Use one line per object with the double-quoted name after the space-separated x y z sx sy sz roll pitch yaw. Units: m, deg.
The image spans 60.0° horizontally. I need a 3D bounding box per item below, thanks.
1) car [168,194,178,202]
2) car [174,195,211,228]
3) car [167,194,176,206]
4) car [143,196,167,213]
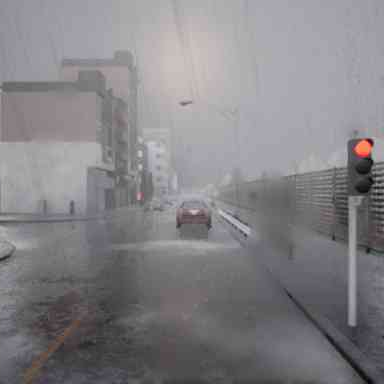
-3.960 1.283 69.352 1.837 1.490 4.892 0 0 0 "car"
0.118 1.284 21.948 2.097 1.767 4.553 0 0 0 "car"
-4.039 1.344 52.769 1.837 1.490 4.892 0 0 0 "car"
-4.068 1.394 36.008 1.837 1.490 4.892 0 0 0 "car"
